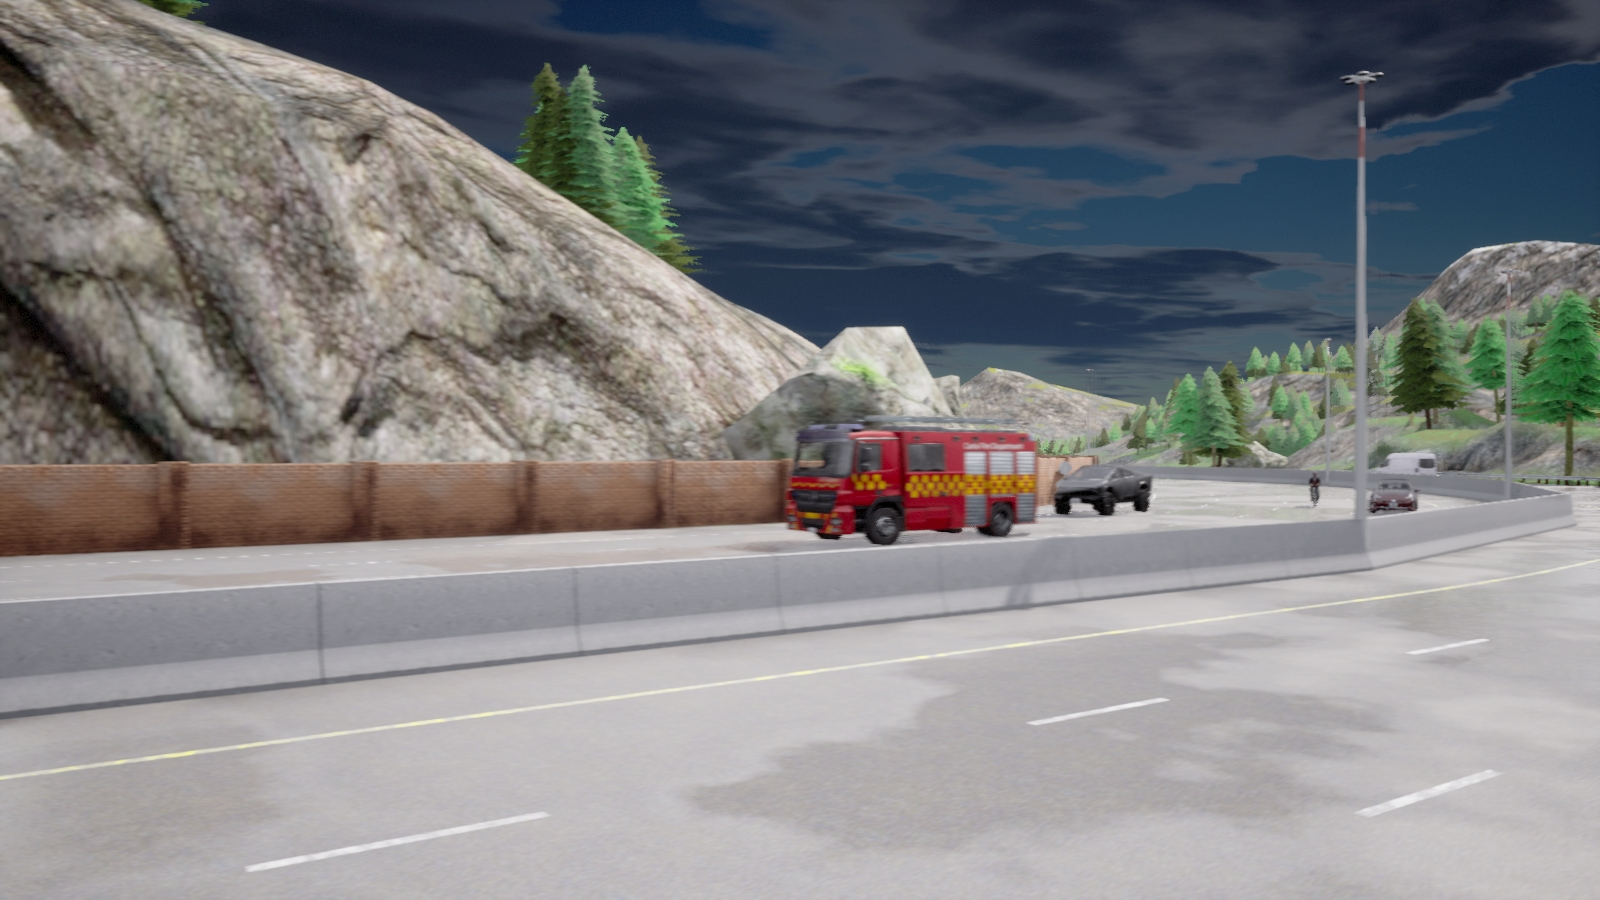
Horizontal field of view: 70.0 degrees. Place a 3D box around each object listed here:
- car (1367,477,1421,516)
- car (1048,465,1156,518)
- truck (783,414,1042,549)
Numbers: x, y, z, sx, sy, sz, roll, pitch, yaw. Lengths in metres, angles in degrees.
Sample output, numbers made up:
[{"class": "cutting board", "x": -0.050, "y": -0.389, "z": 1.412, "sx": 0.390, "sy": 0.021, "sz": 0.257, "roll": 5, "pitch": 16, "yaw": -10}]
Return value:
[{"class": "car", "x": 26.774, "y": 2.056, "z": 51.422, "sx": 2.007, "sy": 1.525, "sz": 4.514, "roll": 0, "pitch": 0, "yaw": 29}, {"class": "car", "x": 13.356, "y": 1.757, "z": 50.178, "sx": 2.390, "sy": 2.098, "sz": 6.274, "roll": 0, "pitch": 0, "yaw": 37}, {"class": "truck", "x": 3.707, "y": 0.888, "z": 36.013, "sx": 8.468, "sy": 3.827, "sz": 2.891, "roll": 0, "pitch": 0, "yaw": -38}]
